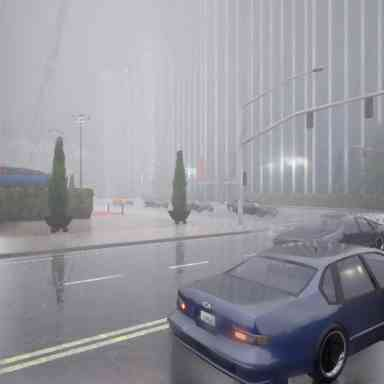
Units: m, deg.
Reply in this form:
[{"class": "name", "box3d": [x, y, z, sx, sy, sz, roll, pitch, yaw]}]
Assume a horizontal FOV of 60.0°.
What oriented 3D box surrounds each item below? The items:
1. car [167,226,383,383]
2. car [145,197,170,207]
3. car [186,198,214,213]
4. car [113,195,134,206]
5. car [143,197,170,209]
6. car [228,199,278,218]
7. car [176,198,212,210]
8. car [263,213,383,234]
[{"class": "car", "box3d": [2.243, 1.547, 5.402, 5.357, 1.411, 2.033, 0, 0, -35]}, {"class": "car", "box3d": [-5.525, 1.526, 52.460, 1.812, 1.442, 4.674, 0, 0, -36]}, {"class": "car", "box3d": [0.521, 1.526, 38.149, 1.812, 1.442, 4.674, 0, 0, -36]}, {"class": "car", "box3d": [-11.223, 1.352, 54.392, 2.097, 1.767, 4.553, 0, 0, -36]}, {"class": "car", "box3d": [-4.955, 1.503, 45.684, 1.837, 1.490, 4.892, 0, 0, -36]}, {"class": "car", "box3d": [5.809, 1.526, 30.752, 1.812, 1.442, 4.674, 0, 0, -34]}, {"class": "car", "box3d": [0.197, 1.547, 44.534, 2.033, 1.411, 5.357, 0, 0, -36]}, {"class": "car", "box3d": [5.245, 1.547, 12.045, 5.357, 1.411, 2.033, 0, 0, -36]}]
